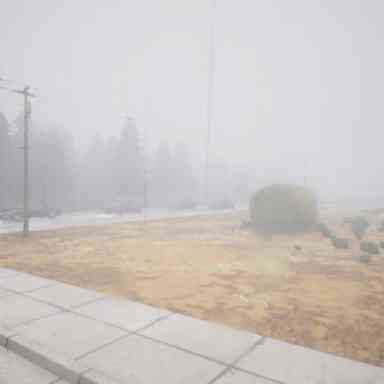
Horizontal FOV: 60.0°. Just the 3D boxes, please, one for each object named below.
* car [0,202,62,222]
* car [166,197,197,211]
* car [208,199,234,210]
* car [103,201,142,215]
[{"bbox_3d":[-13.235,1.586,27.359,2.128,1.511,4.902,0,0,37],"label":"car"},{"bbox_3d":[-1.363,1.445,43.397,2.097,1.767,4.553,0,0,35],"label":"car"},{"bbox_3d":[3.935,1.648,44.308,1.994,1.385,4.181,0,0,37],"label":"car"},{"bbox_3d":[-7.312,1.658,35.345,1.994,1.385,4.181,0,0,37],"label":"car"}]
